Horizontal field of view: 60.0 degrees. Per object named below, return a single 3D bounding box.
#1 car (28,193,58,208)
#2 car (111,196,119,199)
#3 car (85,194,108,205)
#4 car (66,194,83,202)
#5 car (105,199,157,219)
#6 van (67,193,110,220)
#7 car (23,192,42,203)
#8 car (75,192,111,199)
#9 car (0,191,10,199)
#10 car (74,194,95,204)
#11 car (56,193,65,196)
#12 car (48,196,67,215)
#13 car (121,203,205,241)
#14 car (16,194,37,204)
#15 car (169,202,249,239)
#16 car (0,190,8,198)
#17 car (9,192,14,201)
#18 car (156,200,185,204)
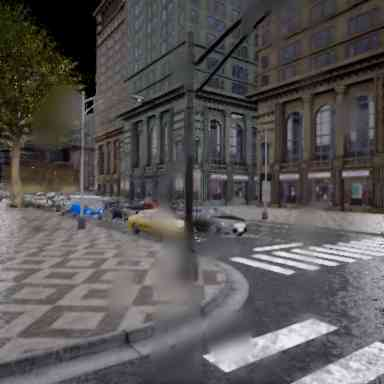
[{"bbox_3d":[-17.831,1.154,39.716,1.752,1.417,4.829,2,0,-35],"label":"car"},{"bbox_3d":[-10.971,1.281,44.779,2.008,1.369,4.403,2,0,-35],"label":"car"},{"bbox_3d":[-14.208,1.088,49.368,1.967,1.590,4.097,2,0,-35],"label":"car"},{"bbox_3d":[-20.692,1.069,58.543,1.802,1.307,4.206,2,0,-35],"label":"car"},{"bbox_3d":[-4.804,1.473,25.868,1.994,1.385,4.181,1,0,-35],"label":"car"},{"bbox_3d":[-8.203,1.193,26.086,1.690,1.788,3.998,2,0,-35],"label":"van"},{"bbox_3d":[-21.169,1.096,44.443,2.008,1.369,4.403,2,0,-35],"label":"car"},{"bbox_3d":[-10.616,1.005,34.114,2.150,2.045,5.566,1,0,-35],"label":"car"},{"bbox_3d":[-37.368,0.589,67.386,1.967,1.590,4.097,2,0,-35],"label":"car"},{"bbox_3d":[-17.451,1.118,53.955,2.008,1.369,4.403,2,0,-35],"label":"car"},{"bbox_3d":[-16.498,1.165,42.512,1.812,1.442,4.674,1,0,-34],"label":"car"},{"bbox_3d":[-11.448,1.333,30.674,2.008,1.369,4.403,2,0,-35],"label":"car"},{"bbox_3d":[-1.626,1.499,16.764,1.752,1.417,4.829,2,0,-35],"label":"car"},{"bbox_3d":[-24.410,1.015,49.032,2.008,1.369,4.403,2,0,-35],"label":"car"},{"bbox_3d":[0.916,1.504,17.759,2.128,1.511,4.902,1,0,-35],"label":"car"},{"bbox_3d":[-43.849,0.436,76.563,1.967,1.590,4.097,2,0,-35],"label":"car"},{"bbox_3d":[-27.650,0.935,53.620,2.008,1.369,4.403,2,0,-35],"label":"car"},{"bbox_3d":[-1.250,1.521,31.011,1.947,1.339,4.313,2,0,-35],"label":"car"}]
